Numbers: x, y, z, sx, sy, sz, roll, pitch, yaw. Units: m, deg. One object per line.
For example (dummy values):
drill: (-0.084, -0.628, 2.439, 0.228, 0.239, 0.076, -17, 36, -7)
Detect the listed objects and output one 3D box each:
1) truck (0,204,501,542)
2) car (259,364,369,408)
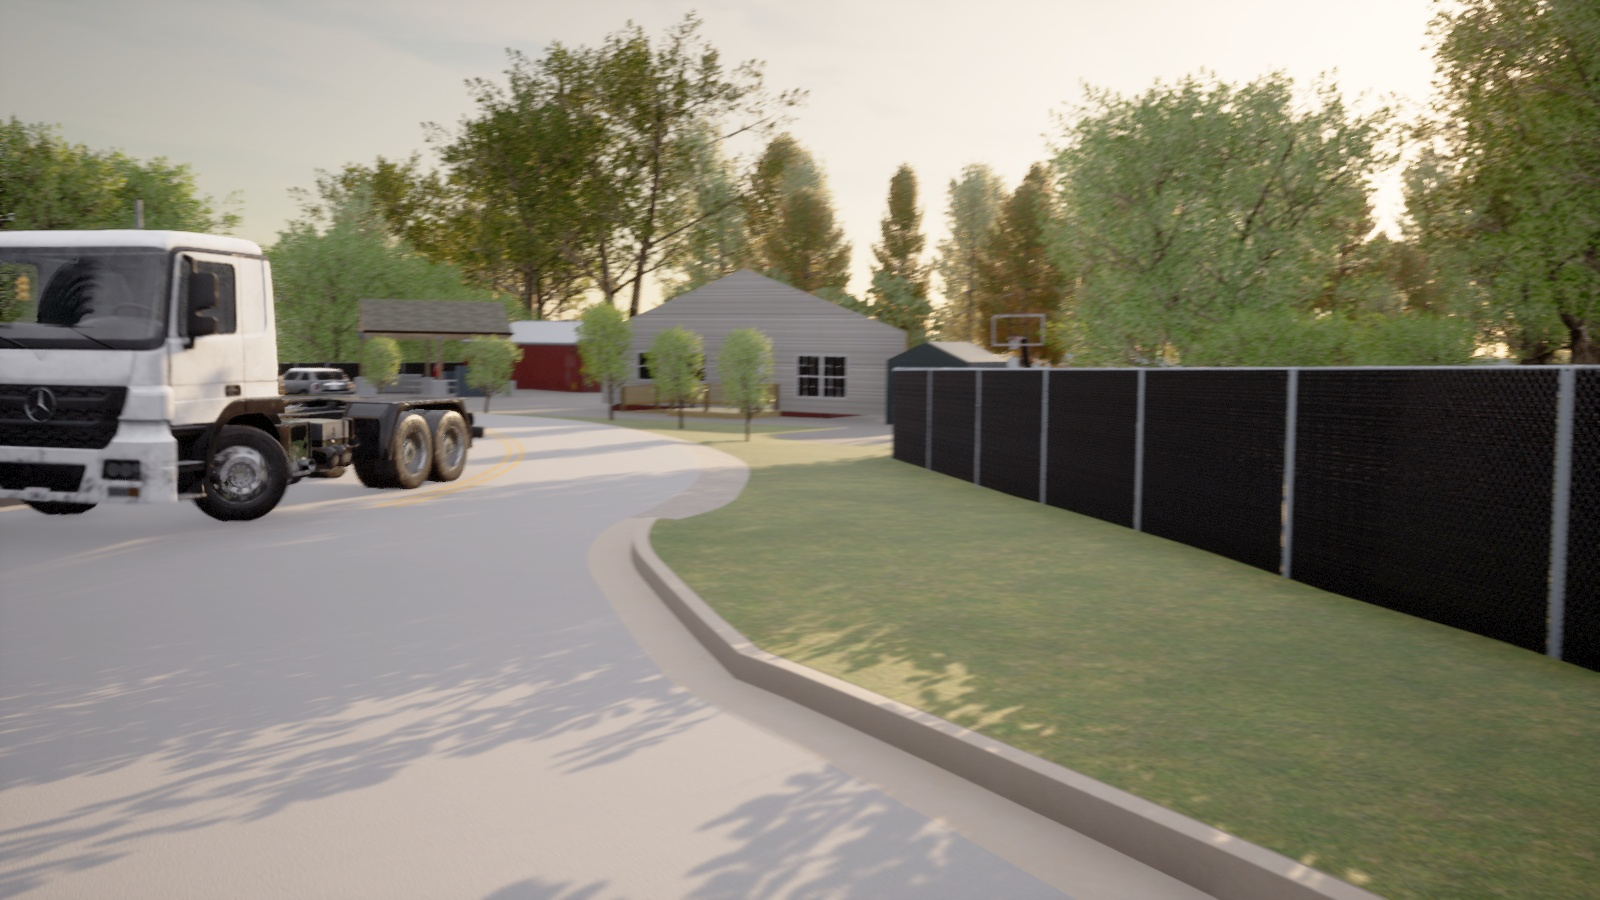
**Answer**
truck: (-7.231, -1.096, 17.092, 2.891, 3.462, 7.936, 2, 4, 13)
car: (-17.494, -2.335, 45.170, 3.806, 1.475, 1.970, 4, 6, 38)
